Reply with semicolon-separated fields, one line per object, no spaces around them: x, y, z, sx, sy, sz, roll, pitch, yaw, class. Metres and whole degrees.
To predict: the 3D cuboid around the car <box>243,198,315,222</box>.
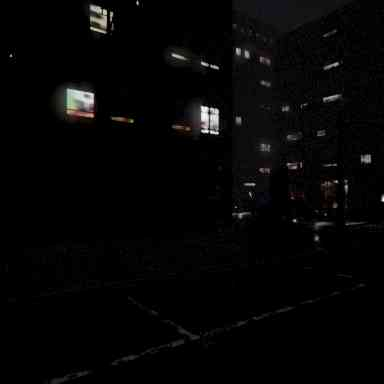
6.184;1.342;24.141;2.008;1.369;4.403;1;0;-36;car

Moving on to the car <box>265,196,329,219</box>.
8.201;1.317;25.785;1.812;1.442;4.674;0;1;-37;car

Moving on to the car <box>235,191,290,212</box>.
7.161;0.931;32.526;2.150;2.045;5.566;0;1;-35;car

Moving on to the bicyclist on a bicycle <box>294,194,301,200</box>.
11.435;1.011;36.160;1.656;1.620;0.582;0;1;-36;bicyclist on a bicycle

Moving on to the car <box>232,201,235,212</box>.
2.705;1.167;33.307;1.837;1.490;4.892;0;1;-36;car
